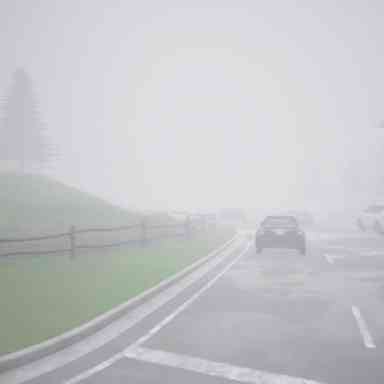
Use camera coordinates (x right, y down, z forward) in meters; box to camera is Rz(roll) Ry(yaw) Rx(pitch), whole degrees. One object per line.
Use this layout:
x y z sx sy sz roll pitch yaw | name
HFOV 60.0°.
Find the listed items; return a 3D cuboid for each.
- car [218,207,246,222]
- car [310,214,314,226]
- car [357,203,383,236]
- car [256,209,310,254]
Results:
4.693 2.635 39.845 2.097 1.767 4.553 -1 -2 -15 | car
9.742 2.383 31.171 2.128 1.511 4.902 -1 -2 -2 | car
12.805 1.739 21.968 2.150 2.045 5.566 -1 -2 10 | car
4.331 1.828 16.035 2.097 1.767 4.553 -2 -2 17 | car
